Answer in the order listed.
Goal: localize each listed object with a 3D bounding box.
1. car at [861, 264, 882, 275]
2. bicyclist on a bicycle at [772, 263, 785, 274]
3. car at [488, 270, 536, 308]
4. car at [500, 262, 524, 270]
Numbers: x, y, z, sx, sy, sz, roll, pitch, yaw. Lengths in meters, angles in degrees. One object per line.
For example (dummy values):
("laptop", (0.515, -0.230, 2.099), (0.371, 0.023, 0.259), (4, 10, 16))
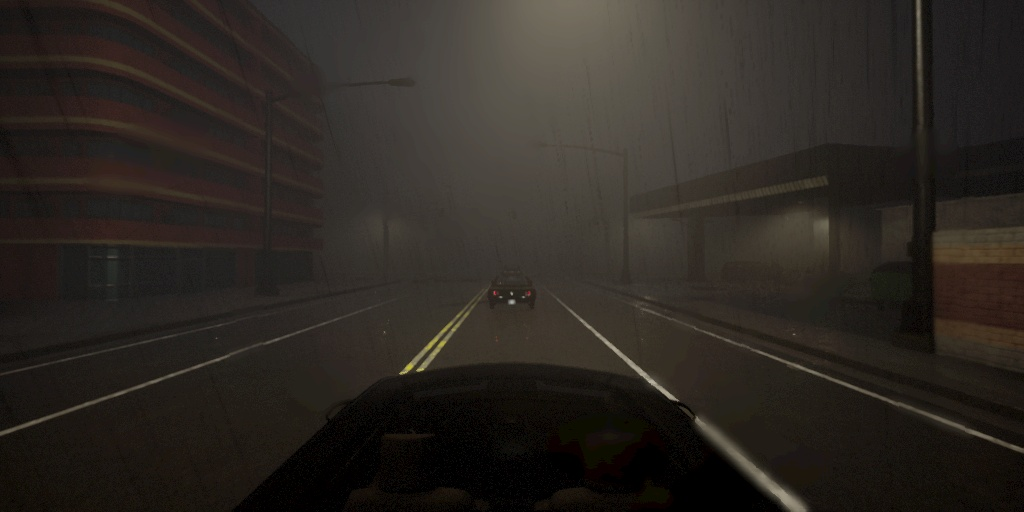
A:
("car", (45.242, 1.685, 43.011), (5.357, 1.411, 2.033), (0, -1, 1))
("bicyclist on a bicycle", (25.993, 1.457, 35.362), (0.582, 1.620, 1.656), (1, -9, 18))
("car", (-0.002, 1.484, 15.951), (1.895, 1.301, 4.718), (0, 0, 0))
("car", (-0.003, 1.519, 31.145), (2.128, 1.511, 4.902), (0, 0, 0))
